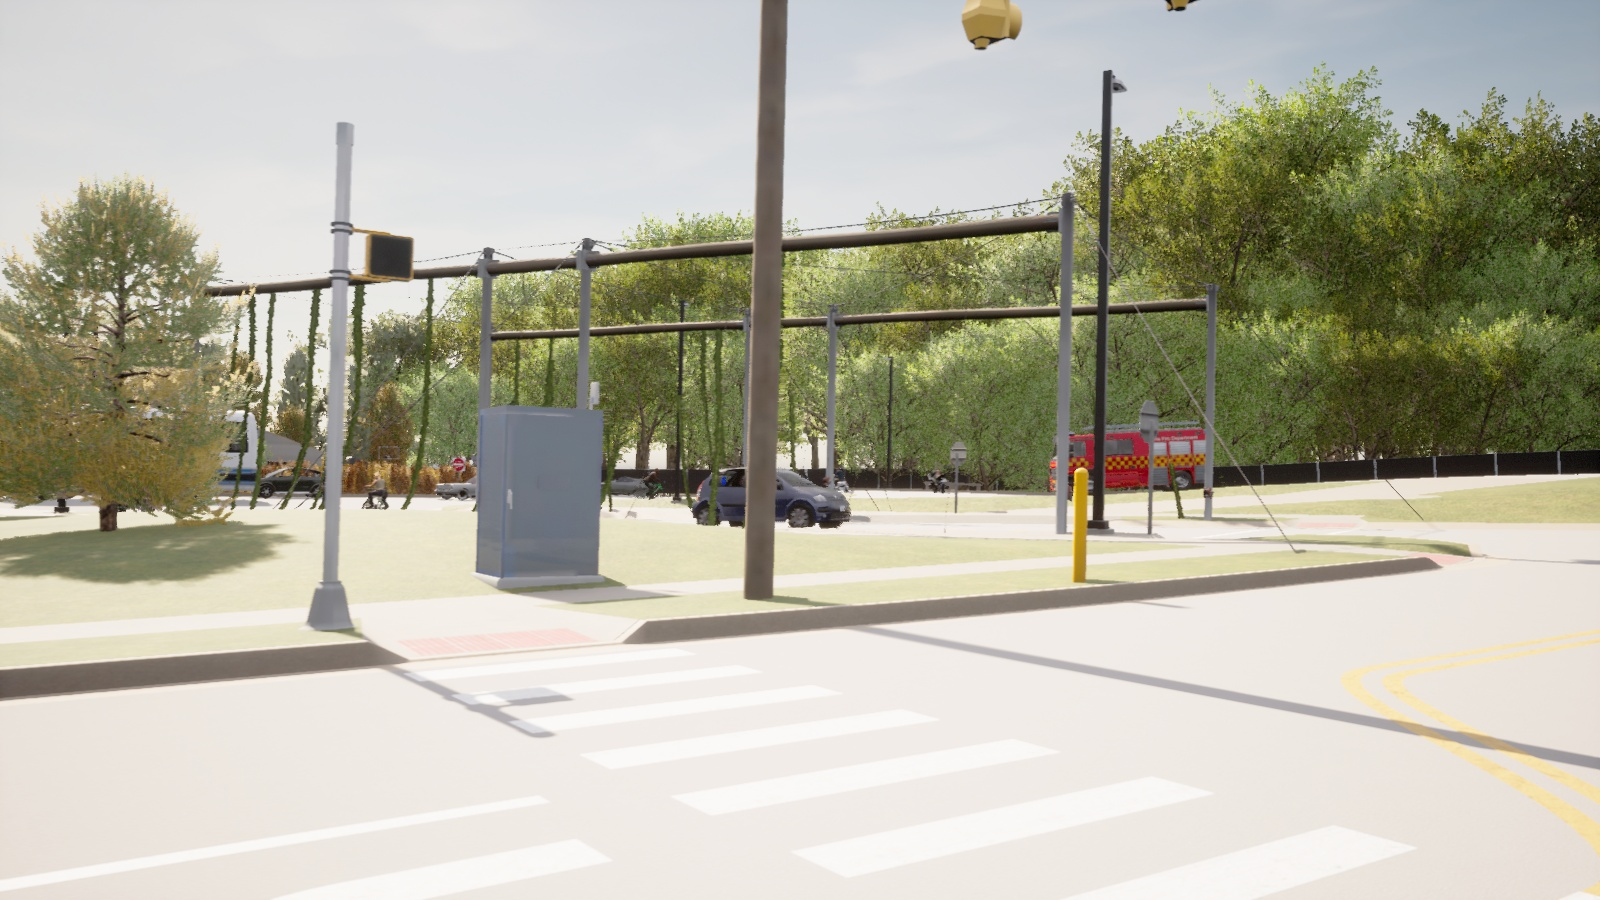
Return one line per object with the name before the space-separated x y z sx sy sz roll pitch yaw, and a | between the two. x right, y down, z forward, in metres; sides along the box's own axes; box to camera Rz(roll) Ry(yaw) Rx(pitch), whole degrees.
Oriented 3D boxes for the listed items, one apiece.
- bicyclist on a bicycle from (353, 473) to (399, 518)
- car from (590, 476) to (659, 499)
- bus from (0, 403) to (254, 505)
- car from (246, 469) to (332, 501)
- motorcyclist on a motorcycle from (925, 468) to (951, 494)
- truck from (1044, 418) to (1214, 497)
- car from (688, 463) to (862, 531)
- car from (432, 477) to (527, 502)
bicyclist on a bicycle | -15.671 1.682 46.421 1.509 1.612 0.866 -1 -2 33
car | -12.031 2.562 86.097 4.181 1.385 1.994 2 0 15
bus | -30.430 0.258 56.260 10.273 4.253 3.944 2 0 -34
car | -25.933 1.774 63.752 3.705 1.549 1.789 2 -1 -35
motorcyclist on a motorcycle | 8.299 1.837 75.568 0.866 1.530 2.191 0 -1 -12
truck | 18.111 0.449 69.502 8.468 3.827 2.891 -3 -2 -1
car | -0.647 1.179 31.633 3.988 1.617 1.851 -1 -2 29
car | -17.441 2.164 68.559 1.895 1.301 4.718 -1 -2 44
